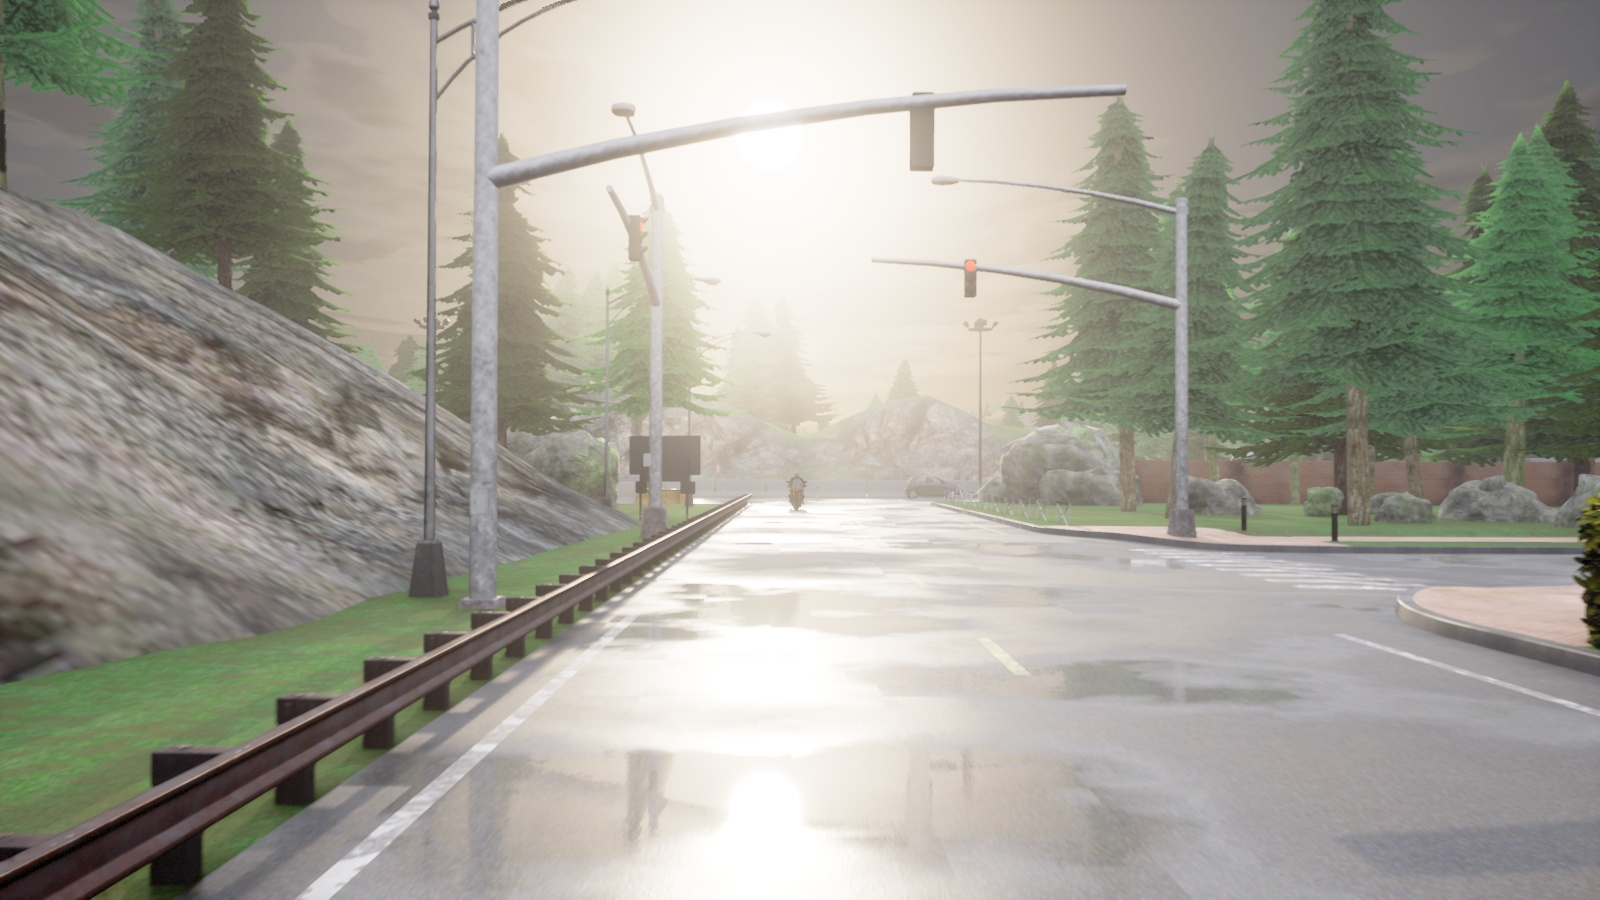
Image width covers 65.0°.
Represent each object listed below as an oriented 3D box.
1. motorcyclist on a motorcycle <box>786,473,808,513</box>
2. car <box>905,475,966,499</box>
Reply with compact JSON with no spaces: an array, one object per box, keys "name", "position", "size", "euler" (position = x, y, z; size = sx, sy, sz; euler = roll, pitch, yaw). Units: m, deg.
[{"name":"motorcyclist on a motorcycle","position":[-0.121,1.685,49.899],"size":[0.866,1.530,2.191],"euler":[0,-1,0]},{"name":"car","position":[8.472,2.310,78.779],"size":[3.633,1.501,1.845],"euler":[0,-1,-1]}]
